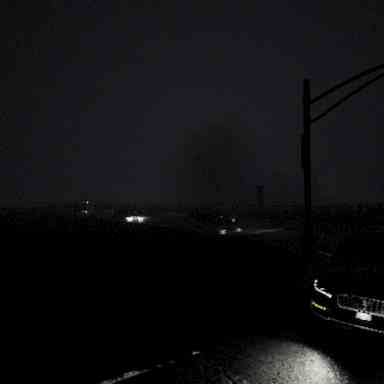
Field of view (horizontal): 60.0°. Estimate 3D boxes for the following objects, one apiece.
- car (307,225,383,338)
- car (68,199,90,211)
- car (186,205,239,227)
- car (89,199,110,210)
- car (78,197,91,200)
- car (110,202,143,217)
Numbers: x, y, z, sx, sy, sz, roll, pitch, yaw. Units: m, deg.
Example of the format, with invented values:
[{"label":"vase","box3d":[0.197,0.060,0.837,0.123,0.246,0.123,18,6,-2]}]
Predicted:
[{"label":"car","box3d":[3.855,1.498,6.648,1.837,1.490,4.892,2,1,36]},{"label":"car","box3d":[-18.674,2.329,53.650,2.033,1.411,5.357,-1,0,-36]},{"label":"car","box3d":[1.489,1.773,25.368,2.128,1.511,4.902,-1,0,-36]},{"label":"car","box3d":[-14.369,2.152,53.812,2.128,1.511,4.902,-1,0,-35]},{"label":"car","box3d":[-20.425,2.026,62.250,2.150,2.045,5.566,-1,0,-36]},{"label":"car","box3d":[-7.227,2.052,37.527,1.994,1.385,4.181,-1,0,-36]}]
